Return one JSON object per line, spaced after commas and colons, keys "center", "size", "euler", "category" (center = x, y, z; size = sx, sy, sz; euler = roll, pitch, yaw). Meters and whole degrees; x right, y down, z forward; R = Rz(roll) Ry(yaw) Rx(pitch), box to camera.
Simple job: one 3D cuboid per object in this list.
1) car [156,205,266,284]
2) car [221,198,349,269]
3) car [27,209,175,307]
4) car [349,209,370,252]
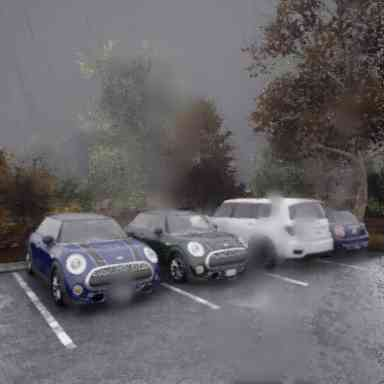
{"center": [-0.347, 1.349, 9.851], "size": [2.185, 1.767, 4.553], "euler": [0, 0, -36], "category": "car"}
{"center": [2.024, 1.220, 11.539], "size": [2.435, 2.045, 5.566], "euler": [0, 0, -36], "category": "car"}
{"center": [-2.614, 1.352, 8.234], "size": [2.185, 1.767, 4.553], "euler": [0, 0, -36], "category": "car"}
{"center": [4.326, 1.343, 13.108], "size": [2.185, 1.767, 4.553], "euler": [0, 0, -36], "category": "car"}
